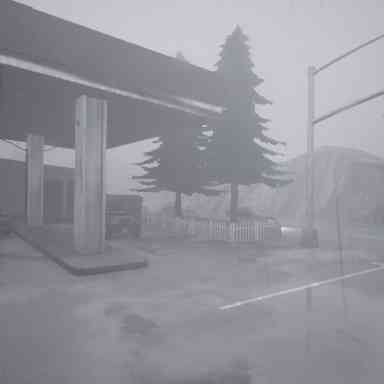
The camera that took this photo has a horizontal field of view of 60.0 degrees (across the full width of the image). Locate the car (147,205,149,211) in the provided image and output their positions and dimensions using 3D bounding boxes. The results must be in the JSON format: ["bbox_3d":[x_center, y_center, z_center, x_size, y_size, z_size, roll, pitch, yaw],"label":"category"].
[{"bbox_3d":[-7.087,1.643,41.153,1.812,1.442,4.674,1,0,-35],"label":"car"}]

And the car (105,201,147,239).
[{"bbox_3d":[-4.413,1.446,18.345,1.905,1.878,3.866,1,0,-36],"label":"car"}]

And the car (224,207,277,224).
[{"bbox_3d":[4.307,1.814,24.936,1.994,1.385,4.181,1,0,-35],"label":"car"}]

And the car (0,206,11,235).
[{"bbox_3d":[-11.544,1.522,18.557,2.242,1.667,4.611,1,0,-36],"label":"car"}]

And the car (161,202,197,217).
[{"bbox_3d":[-1.395,1.709,33.062,1.812,1.442,4.674,1,0,-35],"label":"car"}]
